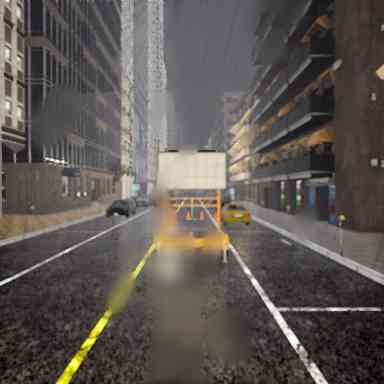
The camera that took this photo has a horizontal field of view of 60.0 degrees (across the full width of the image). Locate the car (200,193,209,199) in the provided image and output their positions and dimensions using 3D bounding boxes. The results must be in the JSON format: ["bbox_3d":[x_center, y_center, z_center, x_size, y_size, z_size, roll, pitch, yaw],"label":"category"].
[{"bbox_3d":[2.718,0.870,72.294,1.802,1.307,4.206,0,1,0],"label":"car"}]

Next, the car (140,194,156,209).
[{"bbox_3d":[-5.675,1.163,38.407,2.008,1.369,4.403,0,1,0],"label":"car"}]

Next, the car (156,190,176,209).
[{"bbox_3d":[-3.077,0.824,39.301,2.150,2.045,5.566,0,1,0],"label":"car"}]

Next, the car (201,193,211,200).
[{"bbox_3d":[2.716,0.924,66.646,1.802,1.307,4.206,0,1,0],"label":"car"}]

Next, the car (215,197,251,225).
[{"bbox_3d":[2.700,1.303,21.629,1.752,1.417,4.829,0,1,0],"label":"car"}]

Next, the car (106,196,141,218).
[{"bbox_3d":[-5.679,1.289,27.111,1.947,1.339,4.313,0,1,0],"label":"car"}]

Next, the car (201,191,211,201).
[{"bbox_3d":[2.710,0.944,49.699,1.967,1.590,4.097,0,1,0],"label":"car"}]

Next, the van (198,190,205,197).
[{"bbox_3d":[2.726,0.425,94.885,1.690,1.788,3.998,0,1,0],"label":"van"}]

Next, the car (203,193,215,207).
[{"bbox_3d":[2.706,1.163,38.404,2.008,1.369,4.403,0,1,0],"label":"car"}]

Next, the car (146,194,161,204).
[{"bbox_3d":[-5.671,1.031,49.533,1.752,1.417,4.829,0,1,0],"label":"car"}]

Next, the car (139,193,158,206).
[{"bbox_3d":[-5.673,0.998,44.055,1.967,1.590,4.097,0,1,0],"label":"car"}]

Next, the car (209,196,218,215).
[{"bbox_3d":[2.702,1.289,27.108,1.947,1.339,4.313,0,1,0],"label":"car"}]

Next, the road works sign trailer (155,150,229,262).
[{"bbox_3d":[0.005,0.345,11.512,2.380,3.560,2.880,0,1,0],"label":"road works sign trailer"}]

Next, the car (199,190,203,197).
[{"bbox_3d":[2.714,0.711,60.995,2.192,1.841,5.009,0,1,0],"label":"car"}]
